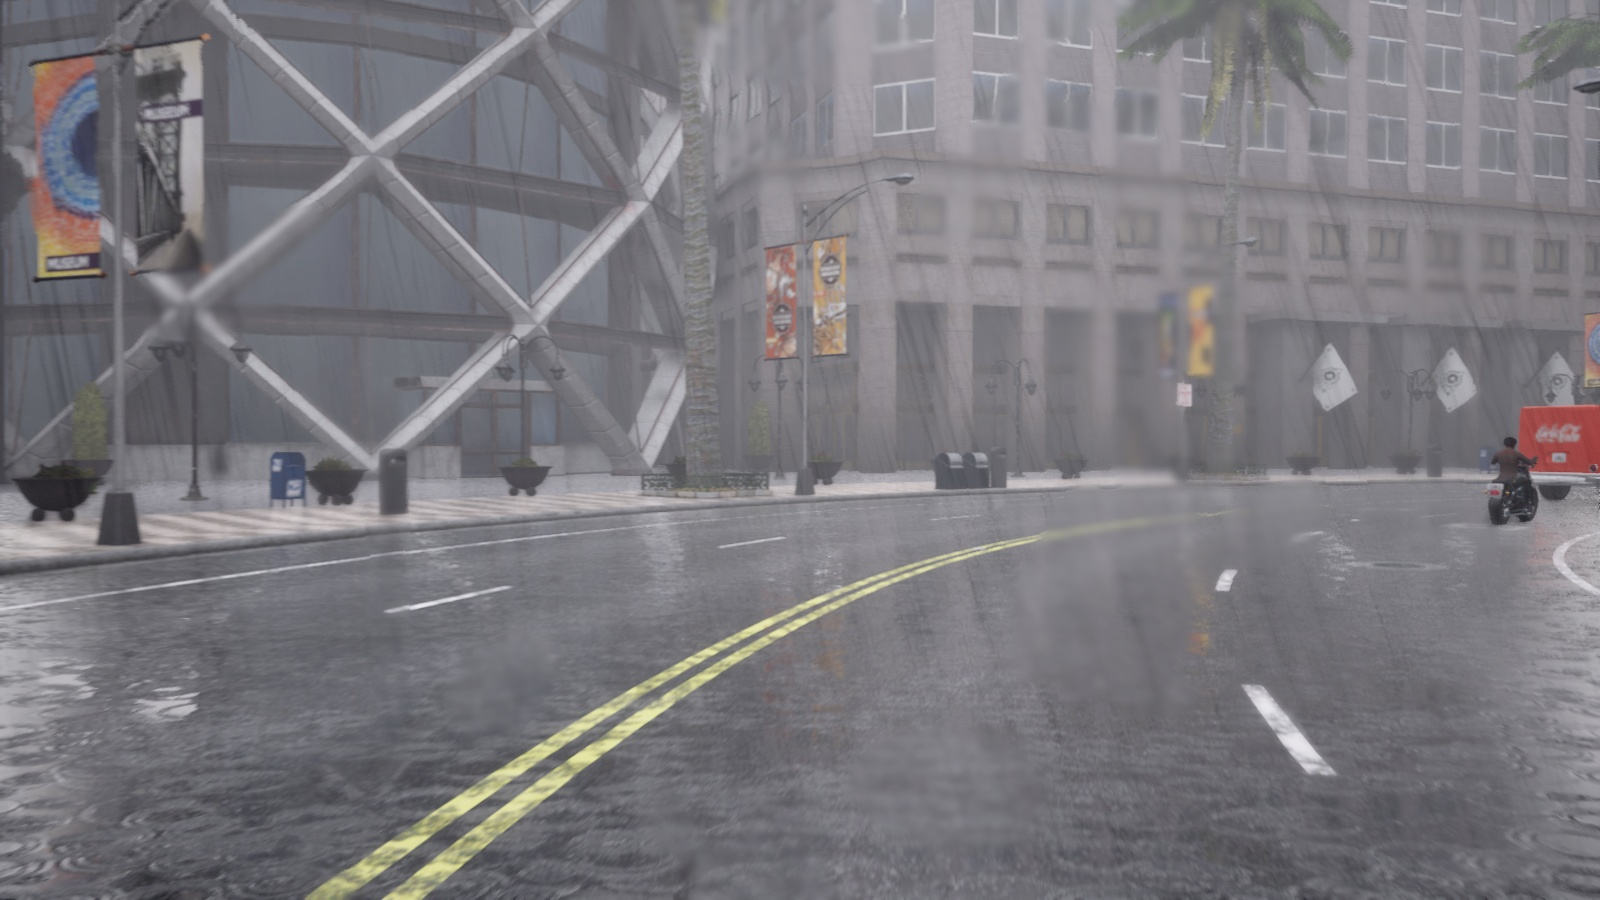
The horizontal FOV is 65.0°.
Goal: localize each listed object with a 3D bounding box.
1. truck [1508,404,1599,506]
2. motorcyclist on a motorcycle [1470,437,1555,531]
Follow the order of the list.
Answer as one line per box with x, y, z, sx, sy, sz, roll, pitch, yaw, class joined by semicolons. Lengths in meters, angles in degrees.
21.365;0.115;32.572;5.204;2.467;2.627;0;0;-23;truck
13.148;0.590;23.131;0.766;1.649;2.350;1;1;44;motorcyclist on a motorcycle
